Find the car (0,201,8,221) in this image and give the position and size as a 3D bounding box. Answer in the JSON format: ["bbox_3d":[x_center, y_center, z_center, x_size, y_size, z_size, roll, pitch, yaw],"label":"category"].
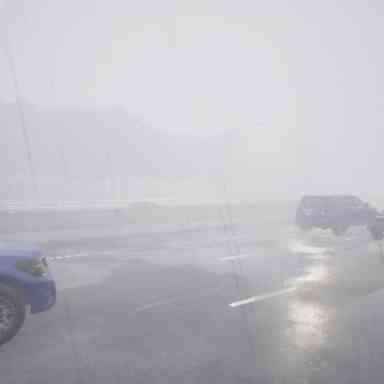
[{"bbox_3d":[-17.330,1.505,26.019,4.892,1.490,1.837,1,0,-35],"label":"car"}]

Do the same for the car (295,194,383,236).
[{"bbox_3d":[7.936,1.128,17.969,5.566,2.045,2.150,-1,0,-35],"label":"car"}]

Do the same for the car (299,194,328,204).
[{"bbox_3d":[18.803,1.091,51.423,4.674,1.442,1.812,-1,1,-35],"label":"car"}]

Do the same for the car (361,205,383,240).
[{"bbox_3d":[9.998,1.411,15.141,4.892,1.490,1.837,-1,0,-35],"label":"car"}]

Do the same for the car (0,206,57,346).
[{"bbox_3d":[-4.890,1.219,4.556,5.566,2.045,2.150,0,0,-36],"label":"car"}]

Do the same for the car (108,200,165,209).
[{"bbox_3d":[-4.477,1.432,26.575,5.008,1.535,1.882,0,0,-35],"label":"car"}]

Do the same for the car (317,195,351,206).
[{"bbox_3d":[20.811,1.143,48.557,5.357,1.411,2.033,-1,1,-35],"label":"car"}]

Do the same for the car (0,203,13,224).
[{"bbox_3d":[-15.539,1.545,23.001,5.357,1.411,2.033,0,0,-35],"label":"car"}]
